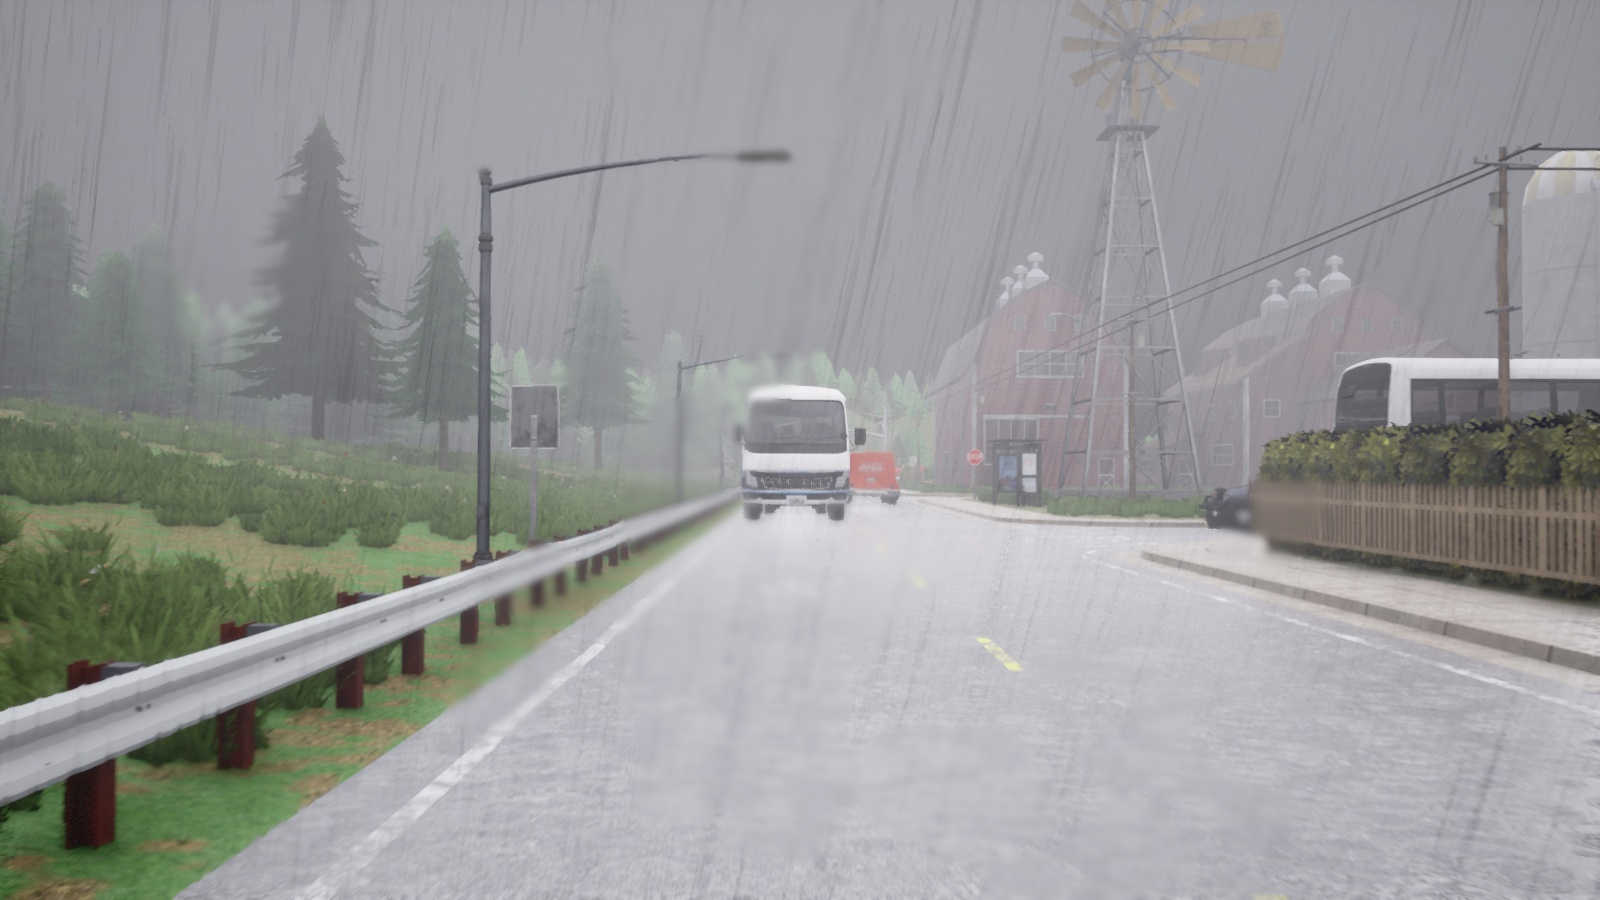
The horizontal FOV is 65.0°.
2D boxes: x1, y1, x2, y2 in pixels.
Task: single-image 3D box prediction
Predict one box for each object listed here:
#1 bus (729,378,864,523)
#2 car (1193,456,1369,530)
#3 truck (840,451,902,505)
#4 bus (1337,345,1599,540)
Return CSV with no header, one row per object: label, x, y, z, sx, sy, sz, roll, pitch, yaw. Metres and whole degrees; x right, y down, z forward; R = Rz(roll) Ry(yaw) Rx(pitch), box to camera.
bus,-0.107,0.139,41.980,3.944,4.253,10.273,0,-1,0
car,12.556,1.110,32.967,3.866,1.878,1.905,0,-1,0
truck,3.348,1.323,60.320,2.627,2.467,5.204,0,-1,0
bus,18.635,-0.144,29.533,10.273,4.253,3.944,0,-1,0
